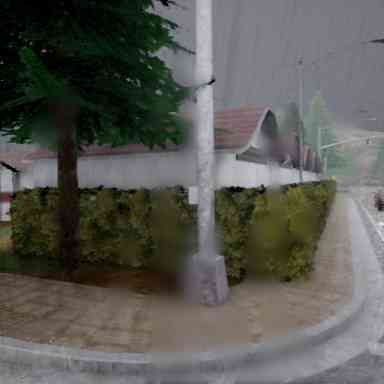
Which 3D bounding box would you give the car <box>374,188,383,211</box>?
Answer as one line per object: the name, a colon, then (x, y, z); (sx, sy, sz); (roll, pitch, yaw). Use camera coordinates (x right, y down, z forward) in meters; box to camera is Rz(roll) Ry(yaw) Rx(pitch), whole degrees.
car: (13.976, 0.465, 23.384); (1.882, 1.535, 5.008); (0, 2, 25)
